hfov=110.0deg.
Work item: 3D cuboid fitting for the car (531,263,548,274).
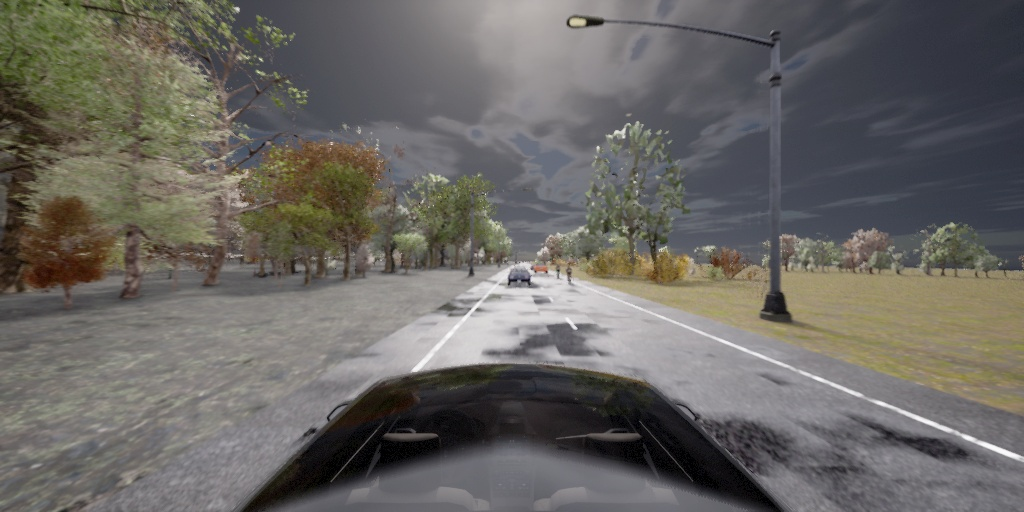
[{"bbox_3d":[4.684,1.918,58.643,2.097,1.767,4.553,1,-1,1],"label":"car"}]

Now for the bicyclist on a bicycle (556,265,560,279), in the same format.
[{"bbox_3d":[5.186,1.779,40.405,0.582,1.620,1.656,1,-1,1],"label":"bicyclist on a bicycle"}]

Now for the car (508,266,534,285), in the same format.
[{"bbox_3d":[0.620,1.745,30.721,1.895,1.301,4.718,1,-1,1],"label":"car"}]

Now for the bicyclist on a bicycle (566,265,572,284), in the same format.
[{"bbox_3d":[5.007,1.657,31.461,0.582,1.620,1.656,1,-1,1],"label":"bicyclist on a bicycle"}]
